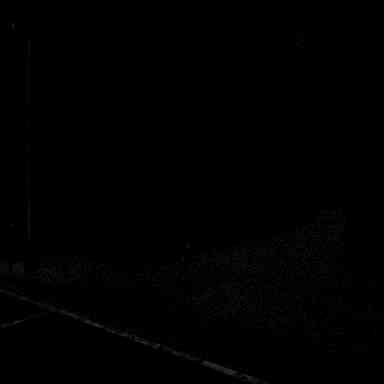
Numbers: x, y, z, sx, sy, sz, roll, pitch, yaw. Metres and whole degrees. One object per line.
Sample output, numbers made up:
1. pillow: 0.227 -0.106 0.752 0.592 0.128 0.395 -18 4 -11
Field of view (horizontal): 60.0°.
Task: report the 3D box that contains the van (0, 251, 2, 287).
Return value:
1. van: -5.778 1.339 7.194 3.998 1.788 1.690 0 0 35
